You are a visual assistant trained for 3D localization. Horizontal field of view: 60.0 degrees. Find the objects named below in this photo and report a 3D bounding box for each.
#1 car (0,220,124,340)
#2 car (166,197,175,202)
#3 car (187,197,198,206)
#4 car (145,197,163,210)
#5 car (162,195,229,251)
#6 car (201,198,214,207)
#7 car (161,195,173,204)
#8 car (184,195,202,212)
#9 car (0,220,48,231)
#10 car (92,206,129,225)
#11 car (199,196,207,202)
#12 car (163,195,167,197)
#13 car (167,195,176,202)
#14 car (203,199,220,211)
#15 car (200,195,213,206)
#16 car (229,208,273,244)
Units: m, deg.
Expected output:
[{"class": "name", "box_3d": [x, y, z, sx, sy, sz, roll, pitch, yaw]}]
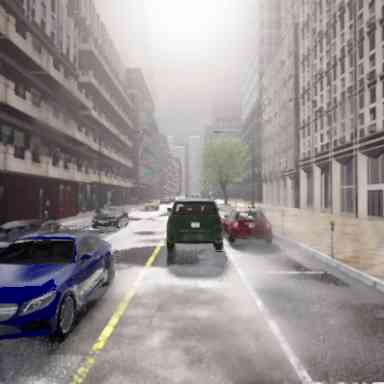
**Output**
[{"class": "car", "box_3d": [-2.850, 1.547, 6.769, 1.812, 1.442, 4.674, 0, 0, 0]}, {"class": "car", "box_3d": [-5.441, 1.853, 84.071, 1.947, 1.339, 4.313, 1, 0, 0]}, {"class": "car", "box_3d": [0.101, 1.706, 61.339, 1.837, 1.490, 4.892, 0, 0, 0]}, {"class": "car", "box_3d": [-5.271, 1.668, 44.375, 1.752, 1.417, 4.829, 1, 0, 0]}, {"class": "car", "box_3d": [0.075, 1.267, 14.421, 2.150, 2.045, 5.566, 0, 0, -1]}, {"class": "car", "box_3d": [2.578, 1.726, 55.755, 1.887, 1.381, 4.507, 1, 0, 0]}, {"class": "car", "box_3d": [-5.438, 1.559, 72.778, 2.192, 1.841, 5.009, 1, 0, 0]}, {"class": "car", "box_3d": [0.100, 1.354, 41.726, 2.150, 2.045, 5.566, 0, 0, 0]}, {"class": "car", "box_3d": [-5.314, 1.599, 10.666, 1.947, 1.339, 4.313, 1, 0, 0]}, {"class": "car", "box_3d": [-5.278, 1.619, 21.959, 2.008, 1.369, 4.403, 1, 0, 0]}, {"class": "car", "box_3d": [2.707, 1.727, 84.017, 1.967, 1.590, 4.097, 1, 0, 0]}, {"class": "car", "box_3d": [-5.441, 1.788, 67.131, 1.947, 1.339, 4.313, 1, 0, 0]}, {"class": "car", "box_3d": [-5.438, 1.625, 89.718, 2.192, 1.841, 5.009, 1, 0, 0]}, {"class": "car", "box_3d": [2.576, 1.693, 44.452, 2.008, 1.369, 4.403, 1, 0, 0]}, {"class": "car", "box_3d": [2.614, 1.516, 61.408, 2.192, 1.841, 5.009, 1, 0, 0]}, {"class": "car", "box_3d": [2.577, 1.490, 16.190, 1.967, 1.590, 4.097, 1, 0, 0]}]
